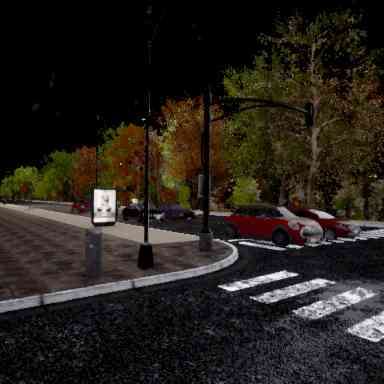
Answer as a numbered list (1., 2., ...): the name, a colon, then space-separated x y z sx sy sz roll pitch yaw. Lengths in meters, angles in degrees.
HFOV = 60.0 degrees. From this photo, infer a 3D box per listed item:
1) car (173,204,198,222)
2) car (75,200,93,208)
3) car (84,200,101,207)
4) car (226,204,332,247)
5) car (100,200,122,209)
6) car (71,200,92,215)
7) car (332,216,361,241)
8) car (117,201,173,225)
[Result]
1. car: -1.746 1.765 28.742 2.033 1.411 5.357 1 -1 -36
2. car: -19.891 2.167 61.022 1.812 1.442 4.674 1 -1 -35
3. car: -19.984 2.298 66.880 1.994 1.385 4.181 1 -1 -35
4. car: 3.639 1.382 15.270 2.097 1.767 4.553 1 -1 -35
5. car: -14.250 2.123 58.596 2.128 1.511 4.902 1 -1 -35
6. car: -12.443 1.671 38.536 2.097 1.767 4.553 1 -1 -35
7. car: 6.229 1.601 17.234 1.812 1.442 4.674 1 -1 -35
8. car: -3.833 1.656 26.068 2.128 1.511 4.902 1 -1 -35
